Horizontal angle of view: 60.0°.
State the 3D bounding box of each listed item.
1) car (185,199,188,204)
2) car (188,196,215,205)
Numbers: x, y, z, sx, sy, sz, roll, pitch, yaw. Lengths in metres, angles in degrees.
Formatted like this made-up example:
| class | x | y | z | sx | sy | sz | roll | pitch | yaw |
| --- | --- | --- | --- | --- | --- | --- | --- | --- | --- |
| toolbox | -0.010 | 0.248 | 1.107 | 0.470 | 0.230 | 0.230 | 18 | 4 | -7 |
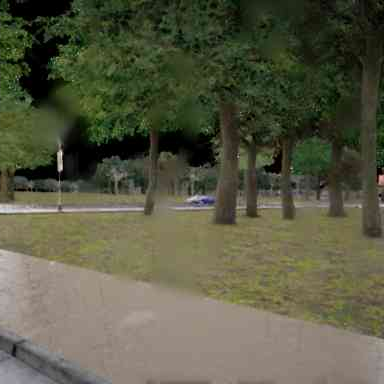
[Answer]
| class | x | y | z | sx | sy | sz | roll | pitch | yaw |
| --- | --- | --- | --- | --- | --- | --- | --- | --- | --- |
| car | 1.000 | 1.397 | 58.128 | 4.674 | 1.442 | 1.812 | 1 | 0 | -31 |
| car | 2.390 | 1.387 | 55.173 | 5.008 | 1.535 | 1.882 | 1 | 0 | -31 |
